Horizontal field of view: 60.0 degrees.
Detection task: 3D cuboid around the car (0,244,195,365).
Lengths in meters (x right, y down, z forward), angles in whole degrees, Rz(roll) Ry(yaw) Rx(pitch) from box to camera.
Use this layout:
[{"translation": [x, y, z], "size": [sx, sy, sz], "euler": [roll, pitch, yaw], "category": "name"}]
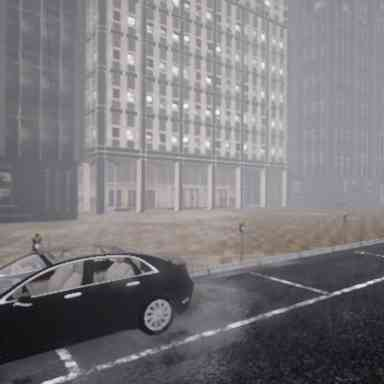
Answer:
[{"translation": [-2.008, 1.552, 5.119], "size": [4.403, 1.369, 2.008], "euler": [0, 1, -35], "category": "car"}]
